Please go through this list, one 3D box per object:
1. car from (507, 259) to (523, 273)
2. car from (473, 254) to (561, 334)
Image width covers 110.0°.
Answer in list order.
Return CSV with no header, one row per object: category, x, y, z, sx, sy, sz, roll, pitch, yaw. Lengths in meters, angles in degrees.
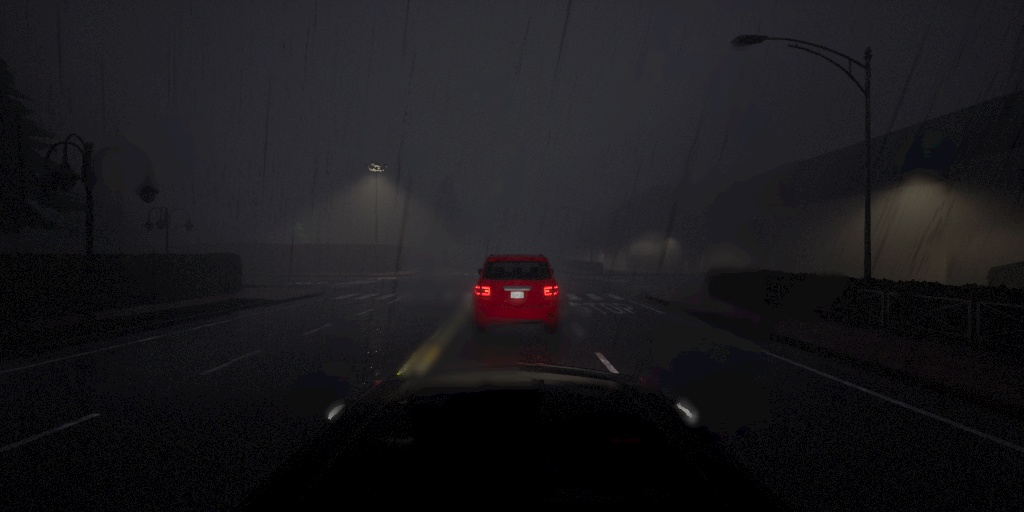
car,0.367,1.228,45.637,1.882,1.535,5.008,0,0,1
car,0.124,0.971,10.785,2.150,2.045,5.566,0,0,0
